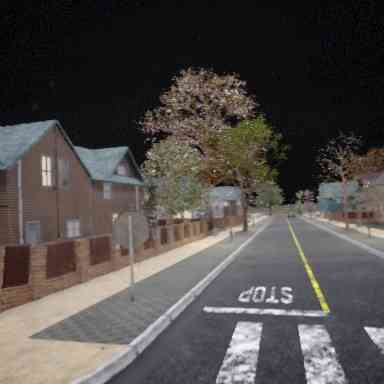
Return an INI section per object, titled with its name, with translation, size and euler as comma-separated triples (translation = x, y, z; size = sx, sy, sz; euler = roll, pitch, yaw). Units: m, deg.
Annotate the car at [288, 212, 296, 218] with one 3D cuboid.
[car]
translation = 25.390, 5.736, 84.239
size = 2.033, 1.411, 5.357
euler = -3, -4, 15
